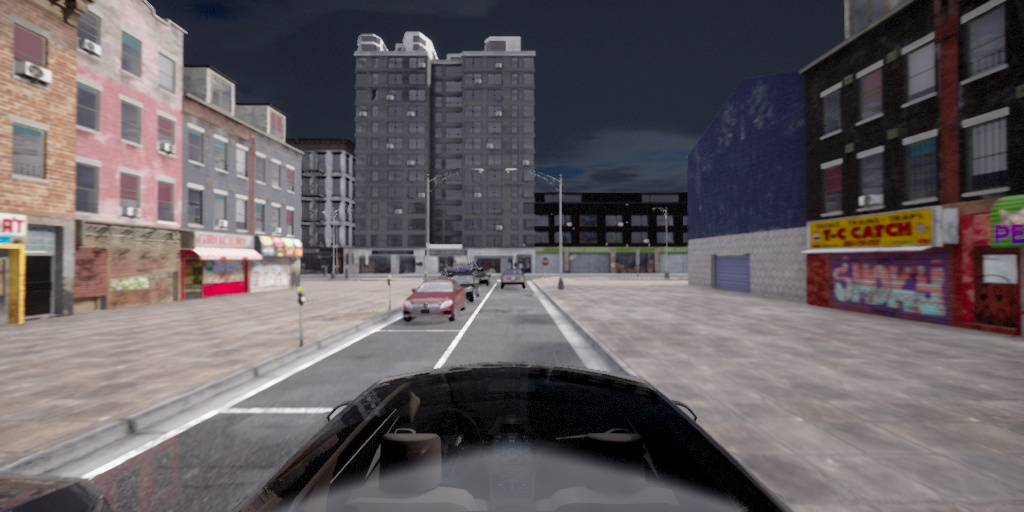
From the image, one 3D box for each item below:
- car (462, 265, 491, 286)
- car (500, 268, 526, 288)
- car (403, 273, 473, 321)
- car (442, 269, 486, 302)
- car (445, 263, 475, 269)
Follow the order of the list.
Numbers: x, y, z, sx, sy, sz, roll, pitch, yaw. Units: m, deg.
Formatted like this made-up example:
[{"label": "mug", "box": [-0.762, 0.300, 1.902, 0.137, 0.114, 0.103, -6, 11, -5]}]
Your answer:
[{"label": "car", "box": [-2.633, 1.677, 29.365, 1.948, 1.339, 4.313, 0, 0, 0]}, {"label": "car", "box": [0.090, 1.628, 27.019, 2.033, 1.411, 5.357, 0, -1, 0]}, {"label": "car", "box": [-2.636, 1.480, 13.010, 1.802, 1.307, 4.207, 0, 0, 0]}, {"label": "car", "box": [-2.635, 1.535, 18.462, 1.948, 1.339, 4.313, 0, 0, 0]}, {"label": "car", "box": [-6.016, 1.635, 41.965, 4.553, 1.767, 2.097, -1, 0, 28]}]
